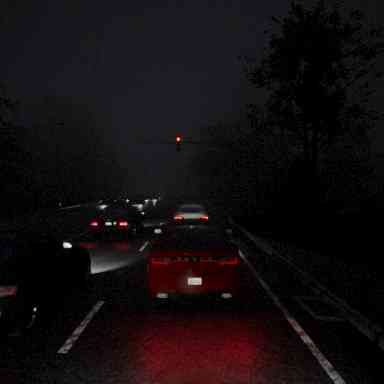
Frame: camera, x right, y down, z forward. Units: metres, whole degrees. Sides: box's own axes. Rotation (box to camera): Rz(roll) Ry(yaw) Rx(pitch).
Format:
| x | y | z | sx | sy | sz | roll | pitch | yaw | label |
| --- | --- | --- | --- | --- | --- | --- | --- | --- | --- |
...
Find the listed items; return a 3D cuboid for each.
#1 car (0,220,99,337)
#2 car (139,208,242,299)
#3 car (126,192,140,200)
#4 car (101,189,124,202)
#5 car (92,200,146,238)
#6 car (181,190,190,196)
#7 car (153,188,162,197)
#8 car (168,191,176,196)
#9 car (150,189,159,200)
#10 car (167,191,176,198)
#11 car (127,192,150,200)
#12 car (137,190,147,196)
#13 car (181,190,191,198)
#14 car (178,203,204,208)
| x | y | z | sx | sy | sz | roll | pitch | yaw | label |
| --- | --- | --- | --- | --- | --- | --- | --- | --- | --- |
| -3.452 | 1.499 | 6.523 | 1.994 | 1.385 | 4.181 | 0 | 1 | 0 | car |
| 0.034 | 1.389 | 8.328 | 1.882 | 1.535 | 5.008 | 0 | 1 | 0 | car |
| -11.282 | 0.744 | 63.839 | 1.994 | 1.385 | 4.181 | 0 | 1 | -1 | car |
| -10.988 | 0.633 | 46.240 | 2.150 | 2.045 | 5.566 | 0 | 1 | 0 | car |
| -3.531 | 1.351 | 16.497 | 2.033 | 1.411 | 5.357 | 0 | 1 | 0 | car |
| -1.723 | 0.280 | 85.630 | 1.882 | 1.535 | 5.008 | 0 | 1 | -4 | car |
| -8.292 | 0.054 | 78.121 | 2.150 | 2.045 | 5.566 | 0 | 1 | -3 | car |
| -5.216 | 0.345 | 85.404 | 2.033 | 1.411 | 5.357 | 0 | 1 | -4 | car |
| -7.758 | 0.723 | 62.549 | 1.812 | 1.442 | 4.674 | 0 | 1 | -1 | car |
| -4.632 | 0.563 | 74.954 | 2.033 | 1.411 | 5.357 | 0 | 1 | -3 | car |
| -7.476 | 0.970 | 45.459 | 2.033 | 1.411 | 5.357 | 0 | 1 | -1 | car |
| -11.848 | 0.189 | 79.153 | 1.895 | 1.301 | 4.718 | 0 | 1 | -3 | car |
| -1.170 | 0.575 | 75.908 | 1.994 | 1.385 | 4.181 | 0 | 1 | -3 | car |
| -0.038 | 1.317 | 17.519 | 1.812 | 1.442 | 4.674 | 0 | 1 | 0 | car |
